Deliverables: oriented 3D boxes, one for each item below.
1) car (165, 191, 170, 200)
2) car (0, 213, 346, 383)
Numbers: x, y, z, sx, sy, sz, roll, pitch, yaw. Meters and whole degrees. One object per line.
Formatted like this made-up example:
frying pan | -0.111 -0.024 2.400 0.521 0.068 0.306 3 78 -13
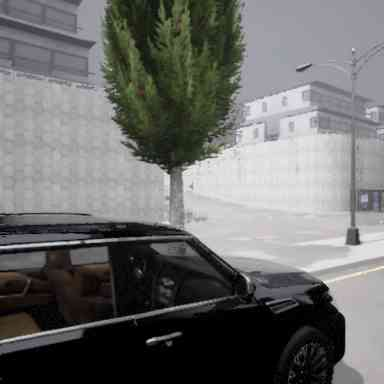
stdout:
car | -4.252 0.291 43.840 1.895 1.301 4.718 1 6 -35
car | -0.883 1.228 3.118 5.566 2.045 2.150 0 0 -36
